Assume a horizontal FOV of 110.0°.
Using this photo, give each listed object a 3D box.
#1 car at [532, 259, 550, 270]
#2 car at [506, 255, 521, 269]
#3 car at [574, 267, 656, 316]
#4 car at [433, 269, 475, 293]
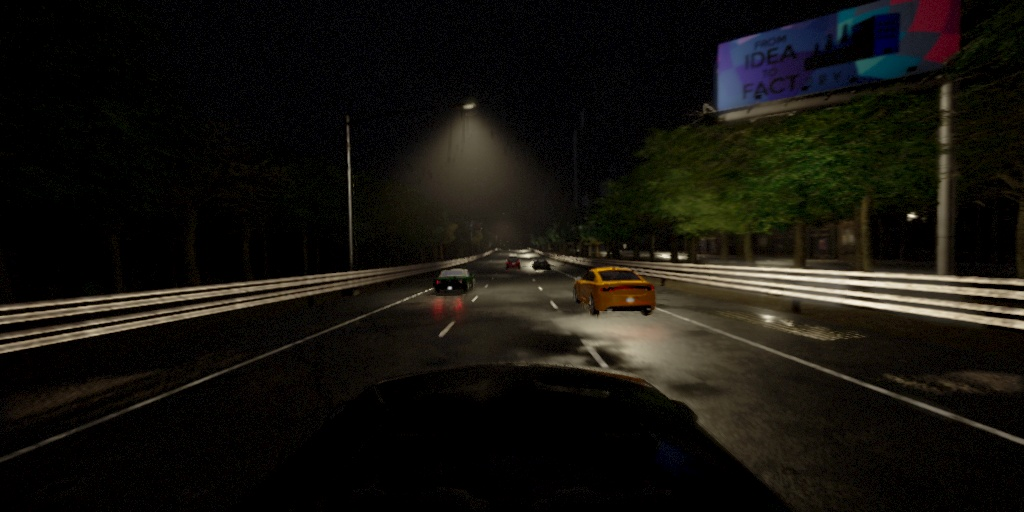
[{"bbox_3d":[3.683,1.036,45.518,1.994,1.385,4.181,-1,1,0],"label":"car"},{"bbox_3d":[0.183,0.986,50.259,2.163,1.488,4.792,-1,1,1],"label":"car"},{"bbox_3d":[3.517,1.157,13.097,1.882,1.535,5.008,-1,0,0],"label":"car"},{"bbox_3d":[-3.431,1.461,22.022,1.895,1.301,4.718,-1,0,0],"label":"car"}]
